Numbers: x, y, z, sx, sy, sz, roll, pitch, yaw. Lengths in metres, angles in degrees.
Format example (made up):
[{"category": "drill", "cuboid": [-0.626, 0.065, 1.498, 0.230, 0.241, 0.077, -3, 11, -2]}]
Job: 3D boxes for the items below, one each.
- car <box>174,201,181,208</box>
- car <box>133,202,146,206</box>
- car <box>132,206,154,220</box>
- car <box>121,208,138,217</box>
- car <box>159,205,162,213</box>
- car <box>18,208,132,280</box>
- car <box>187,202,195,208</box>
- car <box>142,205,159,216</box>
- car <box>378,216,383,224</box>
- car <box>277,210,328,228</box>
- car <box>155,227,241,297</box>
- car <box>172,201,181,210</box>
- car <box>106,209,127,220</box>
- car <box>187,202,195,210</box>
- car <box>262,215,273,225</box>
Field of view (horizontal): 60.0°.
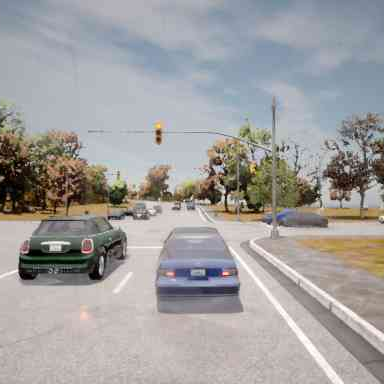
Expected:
[{"category": "car", "cuboid": [-3.833, 3.248, 87.867, 1.837, 1.490, 4.892, 0, 0, -4]}, {"category": "car", "cuboid": [-10.687, 3.204, 68.235, 2.150, 2.045, 5.566, 0, 0, 0]}, {"category": "car", "cuboid": [-7.220, 3.158, 47.798, 2.128, 1.511, 4.902, 0, -2, 1]}, {"category": "car", "cuboid": [-10.740, 3.504, 57.478, 1.895, 1.301, 4.718, 0, -1, 0]}, {"category": "car", "cuboid": [-7.198, 3.488, 67.979, 1.837, 1.490, 4.892, 0, 0, 0]}, {"category": "car", "cuboid": [-3.444, 1.486, 10.515, 2.097, 1.767, 4.553, 0, -1, 0]}, {"category": "car", "cuboid": [-0.334, 3.305, 87.961, 1.994, 1.385, 4.181, 0, 0, -4]}, {"category": "car", "cuboid": [-7.237, 3.433, 57.689, 1.812, 1.442, 4.674, 0, -1, 0]}, {"category": "car", "cuboid": [21.286, 2.590, 33.503, 4.674, 1.442, 1.812, 0, -3, -3]}, {"category": "car", "cuboid": [9.825, 2.448, 29.574, 4.181, 1.385, 1.994, 0, -3, -1]}, {"category": "car", "cuboid": [0.068, 1.646, 8.901, 2.033, 1.411, 5.357, 0, -1, -1]}, {"category": "car", "cuboid": [-3.712, 3.539, 77.834, 1.895, 1.301, 4.718, 0, 0, 0]}, {"category": "car", "cuboid": [-10.762, 3.208, 47.601, 2.033, 1.411, 5.357, 0, -2, -3]}, {"category": "car", "cuboid": [-0.212, 3.467, 77.779, 1.812, 1.442, 4.674, 0, 0, 0]}, {"category": "car", "cuboid": [9.492, 2.522, 33.066, 5.008, 1.535, 1.882, 0, -3, -1]}]
